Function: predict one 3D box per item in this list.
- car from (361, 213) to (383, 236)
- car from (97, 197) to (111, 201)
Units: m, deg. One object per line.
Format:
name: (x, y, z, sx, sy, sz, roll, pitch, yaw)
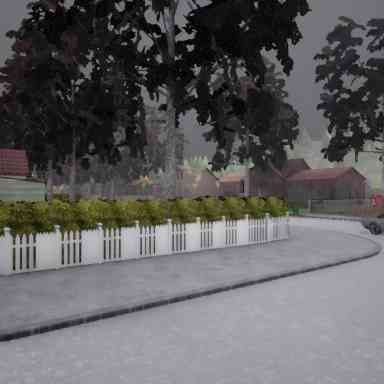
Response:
car: (10.661, 1.601, 16.097, 1.895, 1.301, 4.718, 0, 0, -15)
car: (-17.267, 1.564, 64.464, 1.994, 1.385, 4.181, 0, 0, -36)
